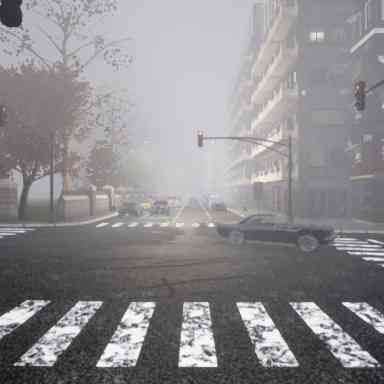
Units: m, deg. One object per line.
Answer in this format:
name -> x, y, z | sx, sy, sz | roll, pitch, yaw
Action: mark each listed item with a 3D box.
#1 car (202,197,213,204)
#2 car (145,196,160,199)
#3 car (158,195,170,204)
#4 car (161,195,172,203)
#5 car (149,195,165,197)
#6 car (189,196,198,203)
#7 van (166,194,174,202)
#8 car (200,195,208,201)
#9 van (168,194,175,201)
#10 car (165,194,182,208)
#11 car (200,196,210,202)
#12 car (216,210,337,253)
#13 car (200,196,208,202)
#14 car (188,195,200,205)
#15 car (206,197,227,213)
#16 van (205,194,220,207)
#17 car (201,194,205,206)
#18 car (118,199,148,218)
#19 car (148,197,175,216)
car -> 2.927, 1.600, 64.612 | 1.887, 1.381, 4.507 | 0, 0, 0
car -> -5.535, 1.548, 41.953 | 1.752, 1.417, 4.829 | 0, 0, 0
car -> -5.453, 1.495, 64.644 | 1.967, 1.590, 4.097 | 0, 0, 0
car -> -5.432, 1.505, 70.273 | 1.967, 1.590, 4.097 | 0, 0, 0
car -> -5.514, 1.345, 47.753 | 2.192, 1.841, 5.009 | 0, 0, 0
car -> 0.326, 1.592, 71.156 | 1.812, 1.442, 4.674 | 0, 0, 0
van -> -5.392, 1.428, 81.534 | 1.690, 1.788, 3.998 | 0, 0, 0
car -> 3.009, 1.540, 87.132 | 1.967, 1.590, 4.097 | 0, 0, 0
van -> -5.371, 1.441, 87.163 | 1.690, 1.788, 3.998 | 0, 0, 0
car -> -2.915, 1.382, 48.864 | 2.097, 1.767, 4.553 | 0, 0, 0
car -> 2.968, 1.626, 75.873 | 2.008, 1.369, 4.403 | 0, 0, 0
car -> 3.497, 1.614, 13.995 | 4.718, 1.301, 1.895 | 1, 0, 31
car -> 2.988, 1.632, 81.503 | 1.887, 1.381, 4.507 | 0, 0, 0
car -> 0.326, 1.613, 61.172 | 1.994, 1.385, 4.181 | 0, 0, 0
car -> 2.825, 1.562, 36.461 | 1.887, 1.381, 4.507 | 0, 0, 0
van -> 2.846, 1.364, 42.092 | 1.690, 1.788, 3.998 | 0, 0, 0
car -> 2.887, 1.478, 53.352 | 1.967, 1.590, 4.097 | 0, 0, 0
car -> -5.575, 1.579, 30.861 | 1.947, 1.339, 4.313 | 0, 0, 0
car -> -2.982, 1.516, 32.539 | 1.837, 1.490, 4.892 | 0, 1, 0
